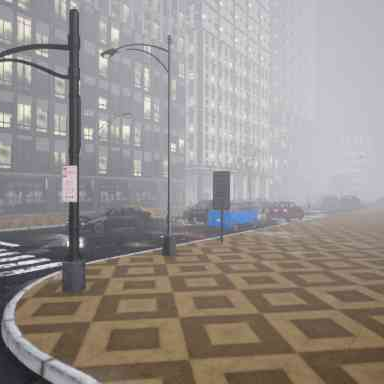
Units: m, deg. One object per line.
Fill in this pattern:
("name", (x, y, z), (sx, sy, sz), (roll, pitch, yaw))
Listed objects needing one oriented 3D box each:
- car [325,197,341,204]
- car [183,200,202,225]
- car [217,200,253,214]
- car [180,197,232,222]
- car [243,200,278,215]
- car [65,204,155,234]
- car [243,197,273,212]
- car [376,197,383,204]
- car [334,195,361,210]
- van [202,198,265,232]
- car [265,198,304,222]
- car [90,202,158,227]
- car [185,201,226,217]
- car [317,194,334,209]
("car", (28.445, 1.625, 66.977), (2.008, 1.369, 4.403), (0, 0, 38))
("car", (1.671, 1.516, 23.251), (2.128, 1.511, 4.902), (0, 0, 38))
("car", (4.713, 1.571, 36.097), (1.887, 1.381, 4.507), (0, 0, 38))
("car", (1.262, 1.375, 27.552), (2.097, 1.767, 4.553), (0, 0, 38))
("car", (7.307, 1.594, 35.406), (1.994, 1.385, 4.181), (0, 0, 38))
("car", (-4.711, 1.564, 19.788), (2.033, 1.411, 5.357), (0, 0, 38))
("car", (8.103, 1.471, 40.508), (1.967, 1.590, 4.097), (0, 0, 38))
("car", (38.082, 1.659, 66.585), (1.947, 1.339, 4.313), (0, 0, 38))
("car", (21.131, 1.369, 44.529), (2.192, 1.841, 5.009), (0, 0, 38))
("van", (2.613, 1.368, 20.250), (1.690, 1.788, 3.998), (0, 0, 38))
("car", (7.570, 1.473, 26.882), (1.967, 1.590, 4.097), (0, 0, 38))
("car", (-4.780, 1.540, 23.958), (1.752, 1.417, 4.829), (0, 0, 38))
("car", (1.322, 1.604, 31.685), (1.802, 1.307, 4.206), (0, 0, 38))
("car", (19.802, 1.403, 46.846), (2.097, 1.767, 4.553), (0, 0, 38))
